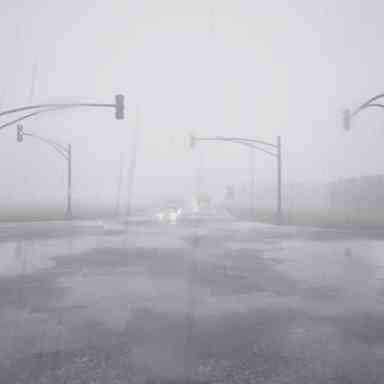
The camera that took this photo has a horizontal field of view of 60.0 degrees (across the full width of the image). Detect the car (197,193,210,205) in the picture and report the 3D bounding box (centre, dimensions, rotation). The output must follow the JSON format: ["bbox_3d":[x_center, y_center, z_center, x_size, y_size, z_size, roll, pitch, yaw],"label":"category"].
[{"bbox_3d":[2.123,1.203,60.360,2.150,2.045,5.566,0,0,4],"label":"car"}]

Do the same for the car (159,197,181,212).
[{"bbox_3d":[-2.701,1.599,39.588,1.895,1.301,4.718,0,0,3],"label":"car"}]

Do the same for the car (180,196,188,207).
[{"bbox_3d":[-2.206,1.485,49.653,2.128,1.511,4.902,0,0,3],"label":"car"}]
